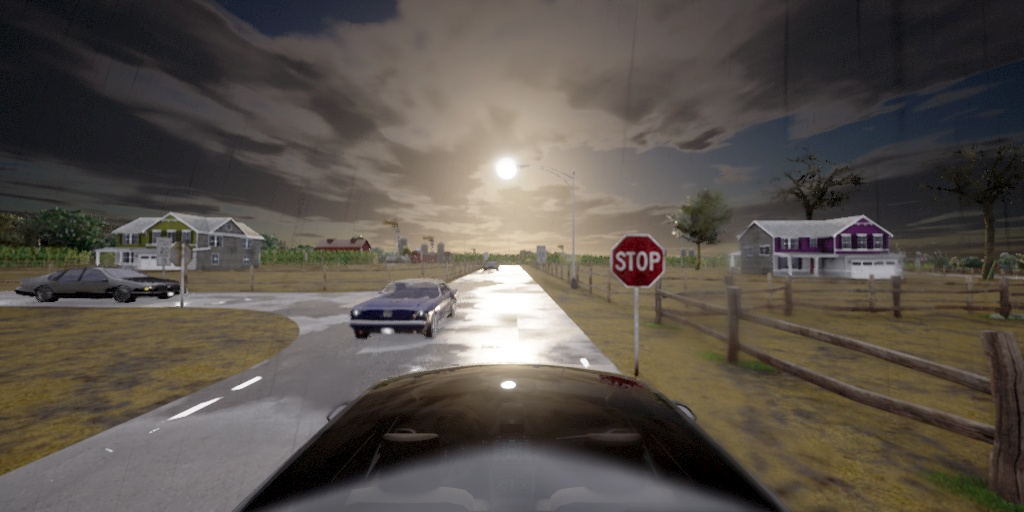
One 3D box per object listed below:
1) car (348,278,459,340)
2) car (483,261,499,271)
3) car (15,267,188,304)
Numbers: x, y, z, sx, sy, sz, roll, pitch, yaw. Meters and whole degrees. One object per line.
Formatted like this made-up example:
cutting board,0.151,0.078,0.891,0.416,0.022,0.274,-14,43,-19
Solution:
car,-2.763,1.339,10.156,1.895,1.301,4.718,0,1,0
car,-2.842,1.390,49.295,1.994,1.385,4.181,0,0,0
car,-16.634,1.152,14.676,5.357,1.411,2.033,0,-1,0
